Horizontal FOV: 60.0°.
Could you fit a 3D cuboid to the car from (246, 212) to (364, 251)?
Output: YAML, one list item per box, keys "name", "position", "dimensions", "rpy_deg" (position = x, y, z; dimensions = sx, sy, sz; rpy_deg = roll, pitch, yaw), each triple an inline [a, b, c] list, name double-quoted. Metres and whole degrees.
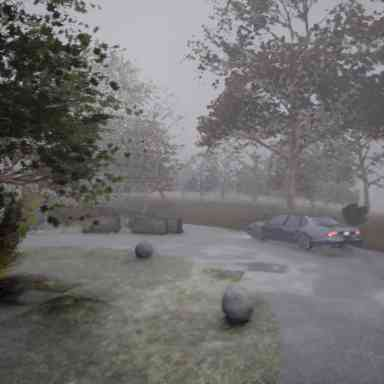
- name: "car"
  position: [4.512, 1.581, 14.282]
  dimensions: [2.033, 1.411, 5.357]
  rpy_deg: [2, -2, -25]
